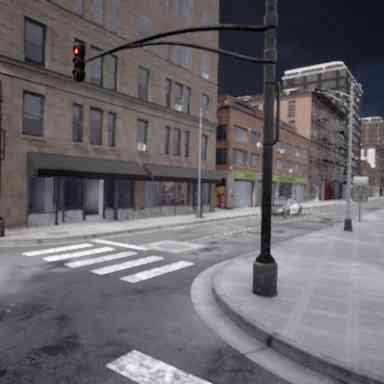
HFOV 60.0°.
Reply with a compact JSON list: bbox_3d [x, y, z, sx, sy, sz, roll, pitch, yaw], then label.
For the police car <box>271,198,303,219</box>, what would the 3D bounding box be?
[{"bbox_3d":[7.106,1.253,26.331,2.038,1.542,4.974,2,1,36],"label":"police car"}]
